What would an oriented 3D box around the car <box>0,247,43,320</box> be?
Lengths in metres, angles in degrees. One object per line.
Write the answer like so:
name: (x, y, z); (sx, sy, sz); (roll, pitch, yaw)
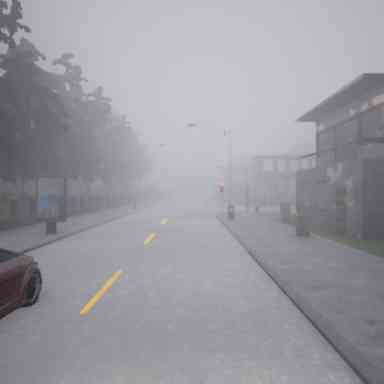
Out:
car: (-4.060, 1.546, 5.114); (1.994, 1.385, 4.181); (0, 0, 1)
